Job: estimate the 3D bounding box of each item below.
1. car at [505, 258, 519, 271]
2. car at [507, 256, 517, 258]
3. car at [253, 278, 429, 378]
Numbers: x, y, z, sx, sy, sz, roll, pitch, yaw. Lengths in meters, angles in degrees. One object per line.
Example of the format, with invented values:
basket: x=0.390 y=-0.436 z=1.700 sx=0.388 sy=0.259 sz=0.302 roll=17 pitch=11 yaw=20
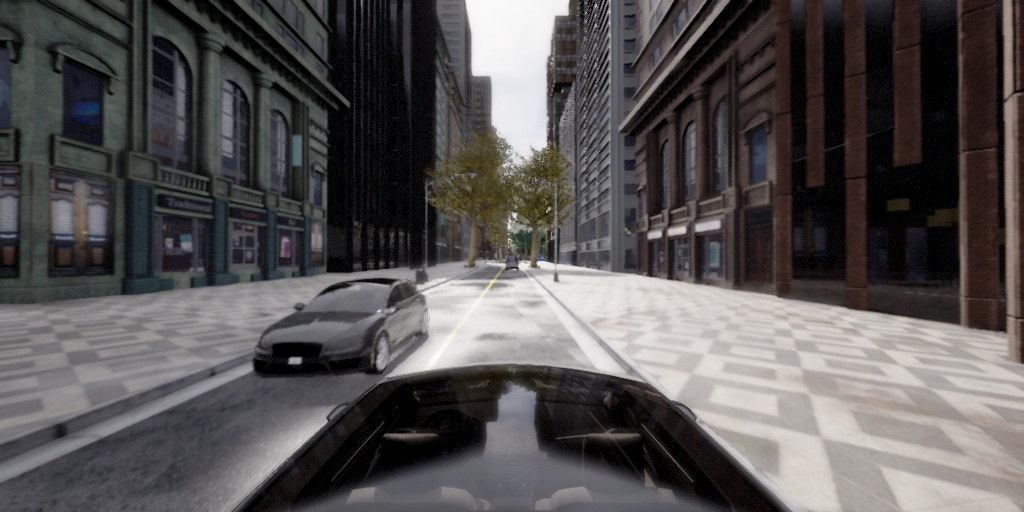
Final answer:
car: x=0.020 y=1.302 z=49.436 sx=2.033 sy=1.411 sz=5.357 roll=0 pitch=0 yaw=0
car: x=0.025 y=0.979 z=59.887 sx=2.150 sy=2.045 sz=5.566 roll=0 pitch=0 yaw=0
car: x=-3.070 y=1.256 z=7.530 sx=1.837 sy=1.490 sz=4.892 roll=0 pitch=0 yaw=0
